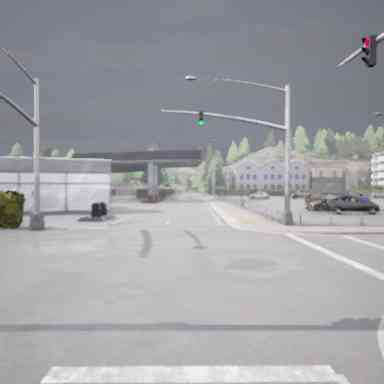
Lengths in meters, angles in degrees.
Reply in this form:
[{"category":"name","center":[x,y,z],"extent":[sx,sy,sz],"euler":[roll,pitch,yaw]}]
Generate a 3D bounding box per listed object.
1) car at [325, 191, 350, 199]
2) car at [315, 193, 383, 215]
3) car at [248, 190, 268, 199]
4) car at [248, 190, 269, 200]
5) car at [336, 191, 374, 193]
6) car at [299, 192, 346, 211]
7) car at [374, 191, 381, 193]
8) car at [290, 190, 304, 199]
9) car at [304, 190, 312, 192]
[{"category":"car","center":[31.483,0.628,72.226],"extent":[4.514,1.523,2.007],"euler":[0,1,0]},{"category":"car","center":[13.143,1.081,27.836],"extent":[4.514,1.523,2.007],"euler":[0,1,0]},{"category":"car","center":[13.608,0.433,68.551],"extent":[3.866,1.878,1.905],"euler":[0,1,0]},{"category":"car","center":[13.000,0.748,65.228],"extent":[3.806,1.475,1.970],"euler":[0,1,0]},{"category":"car","center":[20.749,0.923,42.826],"extent":[3.633,1.501,1.845],"euler":[0,1,0]},{"category":"car","center":[13.088,1.042,30.972],"extent":[5.027,1.636,2.152],"euler":[0,1,0]},{"category":"car","center":[38.536,0.601,68.571],"extent":[3.806,1.475,1.970],"euler":[0,1,0]},{"category":"car","center":[21.479,0.488,65.273],"extent":[4.605,1.855,1.932],"euler":[0,1,0]},{"category":"car","center":[20.781,0.807,52.818],"extent":[4.514,1.523,2.007],"euler":[0,1,0]}]
